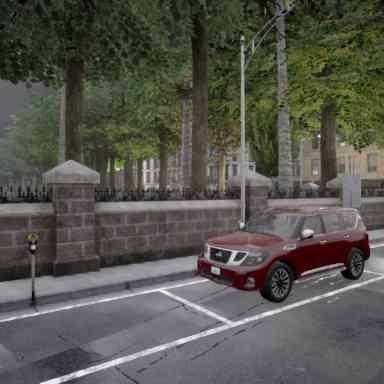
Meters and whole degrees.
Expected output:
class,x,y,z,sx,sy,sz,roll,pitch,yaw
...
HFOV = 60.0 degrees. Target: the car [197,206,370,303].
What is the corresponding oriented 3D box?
class,x,y,z,sx,sy,sz,roll,pitch,yaw
car,2.523,1.313,8.391,5.009,1.841,2.192,0,0,-36
